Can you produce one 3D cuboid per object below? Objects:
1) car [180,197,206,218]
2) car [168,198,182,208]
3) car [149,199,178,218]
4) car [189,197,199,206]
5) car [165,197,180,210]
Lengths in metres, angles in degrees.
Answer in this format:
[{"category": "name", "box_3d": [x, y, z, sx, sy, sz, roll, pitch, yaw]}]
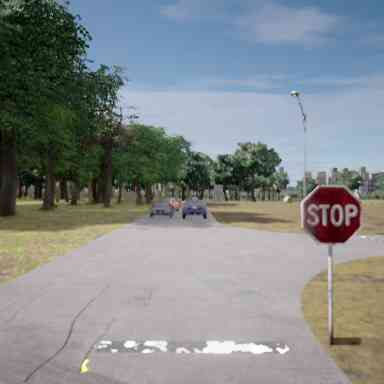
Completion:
[{"category": "car", "box_3d": [0.227, 1.401, 30.766, 2.097, 1.767, 4.553, 0, 0, 0]}, {"category": "car", "box_3d": [-2.603, 1.676, 51.582, 1.837, 1.490, 4.892, 0, 0, 0]}, {"category": "car", "box_3d": [-2.711, 1.613, 30.812, 1.994, 1.385, 4.181, 0, 0, 1]}, {"category": "car", "box_3d": [0.345, 1.730, 59.246, 1.837, 1.490, 4.892, 0, 0, 0]}, {"category": "car", "box_3d": [-2.665, 1.456, 41.208, 2.097, 1.767, 4.553, 0, 0, 0]}]
